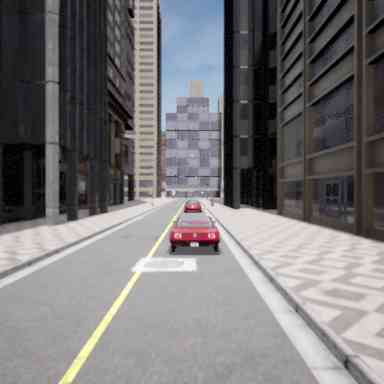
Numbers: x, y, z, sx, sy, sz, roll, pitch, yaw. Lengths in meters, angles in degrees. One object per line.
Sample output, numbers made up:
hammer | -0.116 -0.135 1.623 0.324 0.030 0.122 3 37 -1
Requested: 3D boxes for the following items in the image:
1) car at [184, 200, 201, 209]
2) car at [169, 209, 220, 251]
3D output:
car | 0.102 1.629 39.405 1.994 1.385 4.181 0 0 0
car | 0.100 1.619 14.244 1.895 1.301 4.718 0 0 0
